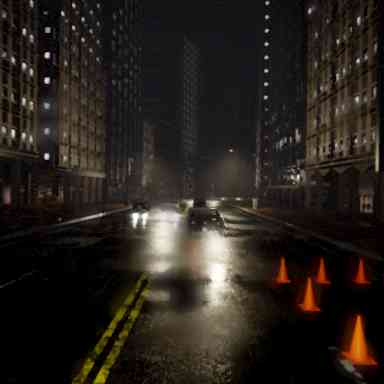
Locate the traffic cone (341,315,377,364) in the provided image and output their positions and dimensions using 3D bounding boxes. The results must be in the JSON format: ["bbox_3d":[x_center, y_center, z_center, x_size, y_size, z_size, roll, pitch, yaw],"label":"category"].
[{"bbox_3d":[2.289,1.986,4.569,0.340,0.580,0.340,1,0,1],"label":"traffic cone"}]

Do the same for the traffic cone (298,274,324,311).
[{"bbox_3d":[2.316,1.989,6.568,0.340,0.580,0.340,1,0,1],"label":"traffic cone"}]

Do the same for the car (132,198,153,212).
[{"bbox_3d":[-5.705,1.462,38.838,2.128,1.511,4.902,1,0,1],"label":"car"}]

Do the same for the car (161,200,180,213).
[{"bbox_3d":[-2.470,1.607,38.128,1.895,1.301,4.718,1,0,1],"label":"car"}]

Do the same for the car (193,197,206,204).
[{"bbox_3d":[1.124,1.535,49.669,1.882,1.535,5.008,1,0,1],"label":"car"}]

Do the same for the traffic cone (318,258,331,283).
[{"bbox_3d":[3.342,2.002,8.554,0.340,0.580,0.340,1,0,1],"label":"traffic cone"}]

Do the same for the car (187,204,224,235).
[{"bbox_3d":[0.718,1.627,19.162,1.895,1.301,4.718,1,0,1],"label":"car"}]

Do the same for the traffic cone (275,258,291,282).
[{"bbox_3d":[2.343,1.991,8.568,0.340,0.580,0.340,1,0,1],"label":"traffic cone"}]

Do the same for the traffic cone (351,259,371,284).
[{"bbox_3d":[4.342,2.014,8.541,0.340,0.580,0.340,1,0,1],"label":"traffic cone"}]
